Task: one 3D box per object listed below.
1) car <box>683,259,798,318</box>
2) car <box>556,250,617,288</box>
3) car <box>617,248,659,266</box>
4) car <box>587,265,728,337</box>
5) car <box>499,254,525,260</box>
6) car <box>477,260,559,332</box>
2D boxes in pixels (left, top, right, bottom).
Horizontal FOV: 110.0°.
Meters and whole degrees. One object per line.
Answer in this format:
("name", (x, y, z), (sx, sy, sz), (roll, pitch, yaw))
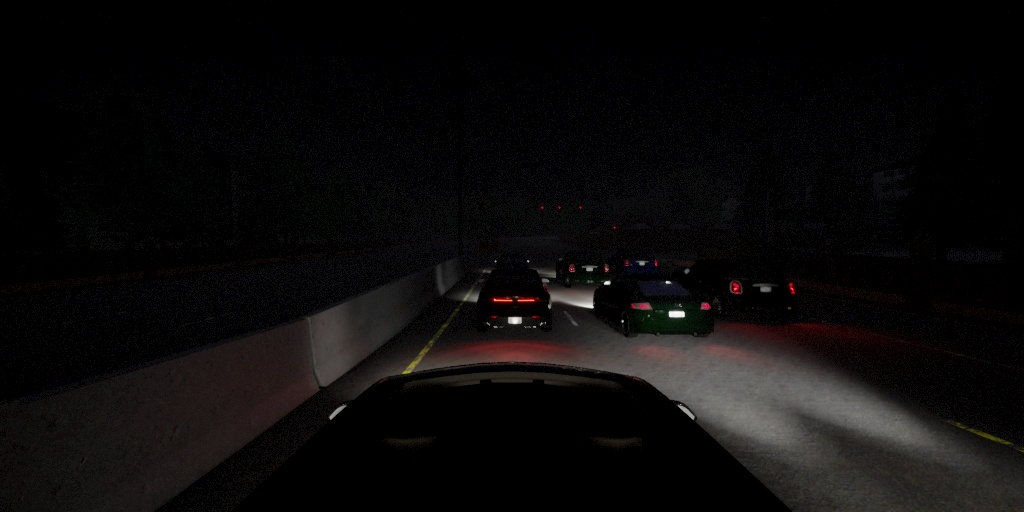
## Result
("car", (7.045, 0.854, 12.093), (2.097, 1.767, 4.553), (0, 3, 0))
("car", (3.505, 0.494, 18.358), (2.097, 1.767, 4.553), (0, 4, 0))
("car", (7.046, 0.311, 21.413), (2.097, 1.767, 4.553), (0, 4, 1))
("car", (3.559, 1.161, 9.767), (1.994, 1.385, 4.181), (0, 2, 0))
("car", (-0.002, 0.599, 19.837), (2.033, 1.411, 5.357), (0, 4, 0))
("car", (0.055, 1.081, 10.333), (1.837, 1.490, 4.892), (0, 2, 0))
